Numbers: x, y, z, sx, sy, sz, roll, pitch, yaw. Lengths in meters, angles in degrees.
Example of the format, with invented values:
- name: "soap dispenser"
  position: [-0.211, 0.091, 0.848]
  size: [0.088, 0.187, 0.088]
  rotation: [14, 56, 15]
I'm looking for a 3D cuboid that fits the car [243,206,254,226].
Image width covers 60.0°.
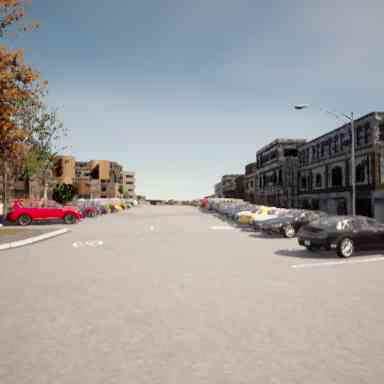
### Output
- name: "car"
  position: [6.140, 1.872, 22.206]
  size: [4.674, 1.452, 2.002]
  rotation: [1, -1, -23]

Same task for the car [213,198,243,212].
- name: "car"
  position: [5.320, 1.974, 39.799]
  size: [4.553, 1.767, 2.185]
  rotation: [1, -1, -23]

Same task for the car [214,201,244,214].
- name: "car"
  position: [5.436, 2.055, 36.859]
  size: [4.892, 1.521, 2.231]
  rotation: [1, -1, -23]

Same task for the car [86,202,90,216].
- name: "car"
  position: [-12.105, 1.991, 30.105]
  size: [4.792, 1.488, 2.163]
  rotation: [0, -1, -23]

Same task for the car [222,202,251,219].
- name: "car"
  position: [5.723, 1.966, 30.994]
  size: [4.892, 1.521, 2.231]
  rotation: [1, -1, -23]

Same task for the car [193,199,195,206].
- name: "car"
  position: [3.621, 2.796, 77.940]
  size: [5.366, 1.575, 1.946]
  rotation: [1, -2, -23]

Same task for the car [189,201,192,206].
- name: "car"
  position: [2.841, 2.967, 86.586]
  size: [5.366, 1.575, 1.946]
  rotation: [1, -1, -23]

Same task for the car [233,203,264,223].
- name: "car"
  position: [6.164, 1.876, 25.214]
  size: [5.366, 1.575, 1.946]
  rotation: [1, -1, -23]

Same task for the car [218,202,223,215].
- name: "car"
  position: [5.544, 2.039, 33.914]
  size: [4.792, 1.488, 2.163]
  rotation: [1, -1, -23]

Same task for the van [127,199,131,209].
- name: "van"
  position: [-13.255, 2.167, 56.638]
  size: [4.442, 1.987, 1.878]
  rotation: [0, -1, -23]

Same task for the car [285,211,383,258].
- name: "car"
  position: [6.559, 1.699, 13.421]
  size: [4.892, 1.521, 2.231]
  rotation: [1, -1, -23]

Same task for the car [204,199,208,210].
- name: "car"
  position: [4.857, 2.241, 48.578]
  size: [5.008, 1.535, 2.097]
  rotation: [1, -1, -23]

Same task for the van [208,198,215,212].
- name: "van"
  position: [4.903, 1.964, 45.602]
  size: [4.442, 1.987, 1.878]
  rotation: [1, -1, -23]

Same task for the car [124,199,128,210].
- name: "car"
  position: [-13.211, 2.379, 53.640]
  size: [4.674, 1.452, 2.002]
  rotation: [0, -1, -23]

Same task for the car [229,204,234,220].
- name: "car"
  position: [5.857, 1.961, 28.067]
  size: [4.674, 1.452, 2.002]
  rotation: [1, -1, -23]

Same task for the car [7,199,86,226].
- name: "car"
  position: [-11.916, 1.665, 27.198]
  size: [5.566, 2.045, 2.435]
  rotation: [0, -1, -23]

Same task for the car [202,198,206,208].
- name: "car"
  position: [4.553, 2.215, 54.430]
  size: [4.553, 1.767, 2.185]
  rotation: [1, -1, -23]

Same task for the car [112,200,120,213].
- name: "car"
  position: [-12.782, 2.190, 44.823]
  size: [4.892, 1.521, 2.231]
  rotation: [0, -1, -23]

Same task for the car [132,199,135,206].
- name: "car"
  position: [-13.646, 2.542, 62.467]
  size: [4.674, 1.452, 2.002]
  rotation: [0, -1, -23]

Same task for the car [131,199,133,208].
- name: "car"
  position: [-13.502, 2.488, 59.526]
  size: [4.674, 1.452, 2.002]
  rotation: [0, -1, -23]

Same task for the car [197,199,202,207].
- name: "car"
  position: [4.326, 2.198, 60.315]
  size: [5.566, 2.045, 2.435]
  rotation: [1, -1, -23]

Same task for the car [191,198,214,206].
- name: "car"
  position: [2.839, 2.784, 89.585]
  size: [5.566, 2.045, 2.435]
  rotation: [1, -2, -23]

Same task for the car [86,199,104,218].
- name: "car"
  position: [-12.338, 1.924, 36.015]
  size: [4.553, 1.767, 2.185]
  rotation: [-1, -1, -23]

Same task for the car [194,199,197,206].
- name: "car"
  position: [3.903, 2.677, 72.087]
  size: [5.366, 1.575, 1.946]
  rotation: [1, -2, -23]

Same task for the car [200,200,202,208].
- name: "car"
  position: [4.441, 2.435, 57.363]
  size: [4.674, 1.452, 2.002]
  rotation: [1, -1, -23]

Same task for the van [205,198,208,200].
- name: "van"
  position: [4.831, 2.068, 51.560]
  size: [4.442, 1.987, 1.878]
  rotation: [1, -1, -23]

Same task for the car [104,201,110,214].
- name: "car"
  position: [-12.532, 2.126, 38.929]
  size: [4.792, 1.488, 2.163]
  rotation: [0, -1, -23]

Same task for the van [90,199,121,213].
- name: "van"
  position: [-13.183, 2.064, 50.660]
  size: [4.442, 1.987, 1.878]
  rotation: [0, -1, -23]

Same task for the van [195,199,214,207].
- name: "van"
  position: [3.056, 2.687, 83.683]
  size: [4.442, 1.987, 1.878]
  rotation: [1, -1, -23]

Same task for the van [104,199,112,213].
- name: "van"
  position: [-12.754, 1.917, 41.835]
  size: [4.442, 1.987, 1.878]
  rotation: [0, -1, -23]

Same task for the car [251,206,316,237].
- name: "car"
  position: [6.286, 1.788, 19.277]
  size: [4.892, 1.521, 2.231]
  rotation: [1, -1, -23]

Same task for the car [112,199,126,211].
- name: "car"
  position: [-12.761, 2.234, 47.837]
  size: [5.366, 1.575, 1.946]
  rotation: [0, -1, -23]
